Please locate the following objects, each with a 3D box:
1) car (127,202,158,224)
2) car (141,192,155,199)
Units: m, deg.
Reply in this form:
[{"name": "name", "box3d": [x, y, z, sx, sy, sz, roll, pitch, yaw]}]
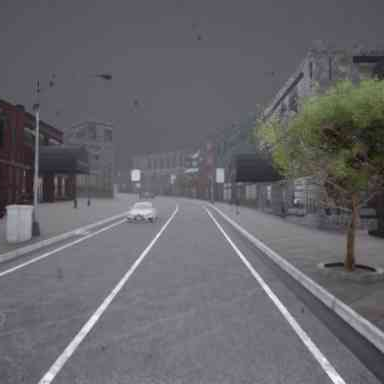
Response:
[{"name": "car", "box3d": [-3.599, 1.478, 24.831, 1.812, 1.442, 4.674, 0, 1, 0]}, {"name": "car", "box3d": [-8.710, 0.626, 65.543, 1.994, 1.385, 4.181, 1, 2, -24]}]
